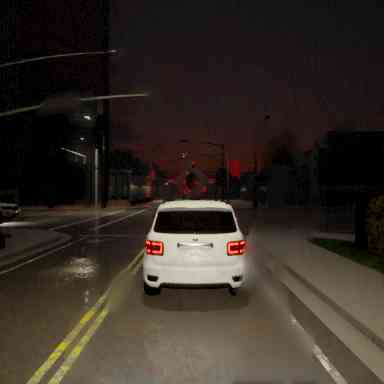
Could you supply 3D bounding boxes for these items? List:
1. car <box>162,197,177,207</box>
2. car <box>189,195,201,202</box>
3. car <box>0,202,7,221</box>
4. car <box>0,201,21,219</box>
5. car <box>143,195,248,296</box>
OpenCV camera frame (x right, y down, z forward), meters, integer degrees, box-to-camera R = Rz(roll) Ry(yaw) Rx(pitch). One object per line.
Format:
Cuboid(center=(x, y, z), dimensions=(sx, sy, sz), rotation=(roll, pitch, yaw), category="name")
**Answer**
Cuboid(center=(-3.530, 1.564, 52.961), dimensions=(1.994, 1.385, 4.181), rotation=(0, 0, 0), category="car")
Cuboid(center=(0.839, 1.465, 78.688), dimensions=(1.882, 1.535, 5.008), rotation=(0, 0, 12), category="car")
Cuboid(center=(-16.219, 1.667, 24.062), dimensions=(4.181, 1.385, 1.994), rotation=(-1, 0, 0), category="car")
Cuboid(center=(-17.298, 1.339, 27.558), dimensions=(5.566, 2.045, 2.150), rotation=(-1, 0, 0), category="car")
Cuboid(center=(0.080, 1.221, 8.818), dimensions=(2.150, 2.045, 5.566), rotation=(0, 0, 0), category="car")
